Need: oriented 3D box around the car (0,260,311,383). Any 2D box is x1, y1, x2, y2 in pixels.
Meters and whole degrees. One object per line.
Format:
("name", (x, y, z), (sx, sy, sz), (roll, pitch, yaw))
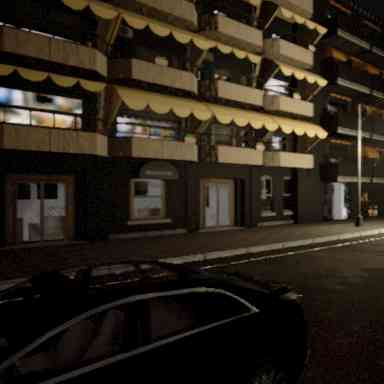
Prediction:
("car", (-0.994, 1.489, 2.957), (4.902, 1.511, 2.128), (0, 0, -35))
